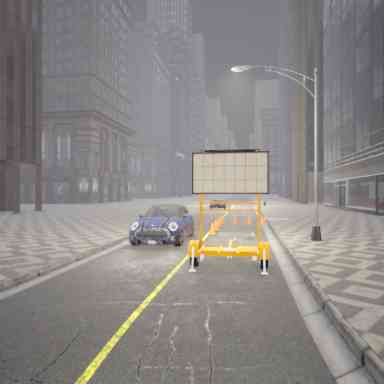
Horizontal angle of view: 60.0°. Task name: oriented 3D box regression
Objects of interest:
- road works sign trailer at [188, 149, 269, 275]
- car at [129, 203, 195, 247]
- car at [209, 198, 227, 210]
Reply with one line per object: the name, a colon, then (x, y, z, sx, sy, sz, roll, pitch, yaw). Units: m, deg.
road works sign trailer: (1.215, 0.459, 10.613, 2.380, 3.560, 2.880, 0, 0, 9)
car: (-1.201, 1.347, 15.025, 2.097, 1.767, 4.553, 0, 0, 9)
car: (3.253, 1.500, 41.513, 1.994, 1.385, 4.181, 0, 0, 9)
